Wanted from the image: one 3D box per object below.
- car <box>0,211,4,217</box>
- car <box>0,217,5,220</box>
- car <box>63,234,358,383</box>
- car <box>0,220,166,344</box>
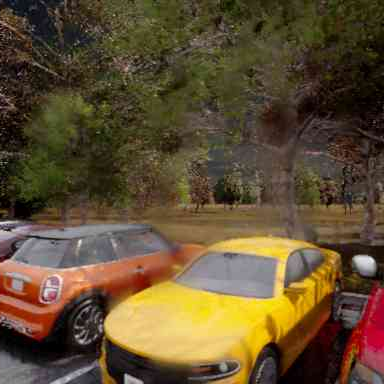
[{"bbox_3d":[-8.181,1.507,11.556,2.185,1.767,4.553,-1,0,35],"label":"car"},{"bbox_3d":[-5.892,1.641,9.966,2.002,1.452,4.674,-1,0,35],"label":"car"},{"bbox_3d":[0.910,1.505,5.118,2.097,1.535,5.008,-1,0,36],"label":"car"},{"bbox_3d":[-1.380,1.412,6.705,2.185,1.767,4.553,-1,0,36],"label":"car"}]
